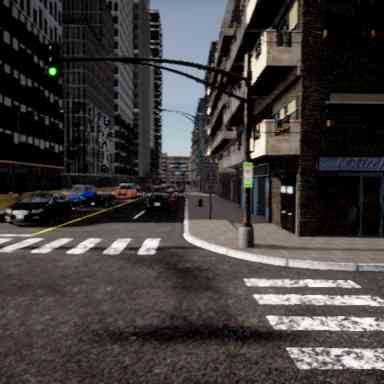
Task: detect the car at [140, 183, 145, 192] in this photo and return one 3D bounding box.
[{"bbox_3d":[-11.281,-0.569,66.792,2.008,1.369,4.403,0,2,-1],"label":"car"}]

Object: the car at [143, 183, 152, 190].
[{"bbox_3d":[-11.458,-1.129,78.088,2.192,1.841,5.009,0,2,-1],"label":"car"}]

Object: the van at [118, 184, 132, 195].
[{"bbox_3d":[-11.104,-0.453,55.483,1.690,1.788,3.998,0,2,-1],"label":"van"}]

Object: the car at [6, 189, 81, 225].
[{"bbox_3d":[-7.915,0.804,17.665,2.128,1.511,4.902,0,2,-1],"label":"car"}]

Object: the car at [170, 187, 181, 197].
[{"bbox_3d":[-2.371,0.440,33.017,1.887,1.381,4.507,0,2,-1],"label":"car"}]

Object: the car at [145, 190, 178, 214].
[{"bbox_3d":[-2.214,0.749,23.056,1.947,1.339,4.313,0,2,-1],"label":"car"}]

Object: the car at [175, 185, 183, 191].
[{"bbox_3d":[-3.168,-1.004,83.879,1.947,1.339,4.313,0,2,-1],"label":"car"}]

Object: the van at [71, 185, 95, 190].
[{"bbox_3d":[-10.750,0.200,32.878,1.690,1.788,3.998,0,2,-1],"label":"van"}]

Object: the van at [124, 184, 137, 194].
[{"bbox_3d":[-11.193,-0.616,61.134,1.690,1.788,3.998,0,2,-1],"label":"van"}]

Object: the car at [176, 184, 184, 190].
[{"bbox_3d":[-3.257,-1.292,89.527,1.967,1.590,4.097,0,2,-1],"label":"car"}]

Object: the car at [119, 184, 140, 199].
[{"bbox_3d":[-8.276,-0.031,41.647,2.097,1.767,4.553,0,2,-1],"label":"car"}]

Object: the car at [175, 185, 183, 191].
[{"bbox_3d":[-2.636,-0.044,49.971,2.008,1.369,4.403,0,2,-1],"label":"car"}]

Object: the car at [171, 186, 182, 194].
[{"bbox_3d":[-2.814,-0.376,61.272,1.887,1.381,4.507,0,2,-1],"label":"car"}]

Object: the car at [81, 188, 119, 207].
[{"bbox_3d":[-8.095,0.576,29.282,1.895,1.301,4.718,0,2,-1],"label":"car"}]
